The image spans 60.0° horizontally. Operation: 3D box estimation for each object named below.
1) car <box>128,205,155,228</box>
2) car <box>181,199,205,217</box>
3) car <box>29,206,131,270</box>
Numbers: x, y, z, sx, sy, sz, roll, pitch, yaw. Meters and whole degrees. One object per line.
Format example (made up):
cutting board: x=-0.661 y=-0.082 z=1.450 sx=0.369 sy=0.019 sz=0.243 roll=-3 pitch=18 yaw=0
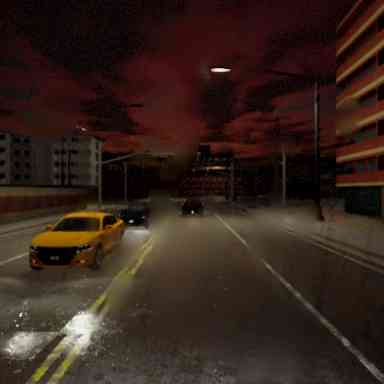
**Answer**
car: x=-3.503 y=1.498 z=21.183 sx=1.994 sy=1.385 sz=4.181 roll=0 pitch=0 yaw=0
car: x=0.067 y=1.411 z=30.045 sx=1.837 sy=1.490 sz=4.892 roll=0 pitch=0 yaw=0
car: x=-3.563 y=1.443 z=11.158 sx=1.882 sy=1.535 sz=5.008 roll=0 pitch=0 yaw=0
